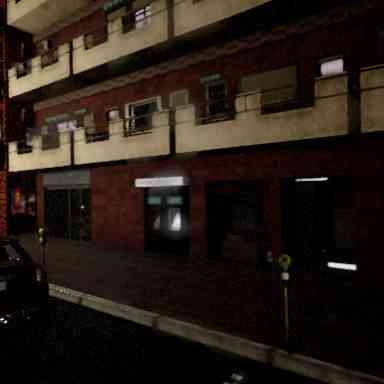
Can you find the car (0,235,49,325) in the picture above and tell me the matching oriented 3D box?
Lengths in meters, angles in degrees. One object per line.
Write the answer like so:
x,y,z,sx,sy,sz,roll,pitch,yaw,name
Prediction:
-4.481,1.443,6.089,4.097,1.590,1.967,0,-1,36,car
